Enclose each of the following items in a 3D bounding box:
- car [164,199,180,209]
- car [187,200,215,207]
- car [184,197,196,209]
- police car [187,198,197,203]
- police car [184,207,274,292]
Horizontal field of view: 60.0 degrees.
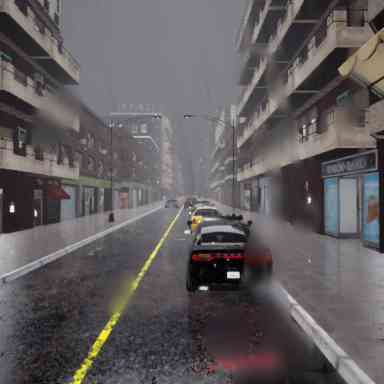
[{"bbox_3d":[-2.827,1.676,47.398,1.812,1.442,4.674,0,0,0],"label":"car"},{"bbox_3d":[0.795,1.494,19.221,1.801,1.575,5.366,0,0,0],"label":"car"},{"bbox_3d":[-0.050,1.504,47.599,2.097,1.767,4.553,0,0,0],"label":"car"},{"bbox_3d":[0.785,1.485,25.141,1.930,1.638,5.238,0,0,0],"label":"police car"},{"bbox_3d":[0.812,1.437,9.138,1.930,1.638,5.238,0,0,0],"label":"police car"}]
